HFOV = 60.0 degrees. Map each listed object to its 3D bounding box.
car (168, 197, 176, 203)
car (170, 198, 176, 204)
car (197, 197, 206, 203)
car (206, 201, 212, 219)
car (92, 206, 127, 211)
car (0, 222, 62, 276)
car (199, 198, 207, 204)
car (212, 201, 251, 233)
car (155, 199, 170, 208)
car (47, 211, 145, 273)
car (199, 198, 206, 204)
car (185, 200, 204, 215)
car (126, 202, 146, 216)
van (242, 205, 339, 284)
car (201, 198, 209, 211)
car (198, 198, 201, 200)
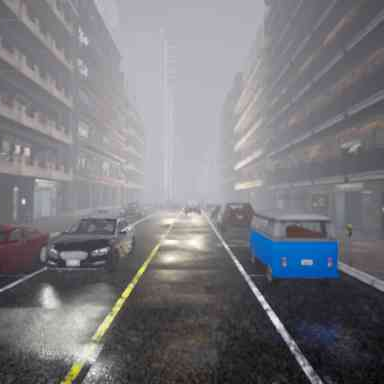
[{"bbox_3d":[-5.692,2.368,94.865,1.967,1.590,4.097,0,-1,0],"label":"car"},{"bbox_3d":[-5.692,2.394,83.499,1.802,1.307,4.206,0,-1,0],"label":"car"},{"bbox_3d":[2.689,2.243,94.868,2.192,1.841,5.009,0,-1,0],"label":"car"},{"bbox_3d":[2.691,1.873,32.362,1.947,1.339,4.313,0,-1,0],"label":"car"},{"bbox_3d":[-5.690,1.750,20.996,2.008,1.369,4.403,0,-1,0],"label":"car"},{"bbox_3d":[-5.689,1.637,9.631,1.887,1.381,4.507,0,-1,0],"label":"car"},{"bbox_3d":[2.689,2.252,83.502,1.967,1.590,4.097,0,-1,0],"label":"car"},{"bbox_3d":[2.691,1.514,21.000,2.192,1.841,5.009,0,-1,0],"label":"car"},{"bbox_3d":[-5.690,2.135,60.771,2.008,1.369,4.403,0,-1,0],"label":"car"},{"bbox_3d":[-3.083,1.597,11.091,2.128,1.511,4.902,0,-1,0],"label":"car"},{"bbox_3d":[2.689,2.397,89.354,1.752,1.417,4.829,0,-1,0],"label":"car"},{"bbox_3d":[0.099,1.979,39.753,1.895,1.301,4.718,0,-1,0],"label":"car"},{"bbox_3d":[-5.689,1.747,32.360,1.967,1.590,4.097,0,-1,0],"label":"car"},{"bbox_3d":[2.692,1.433,9.636,1.690,1.788,3.998,0,-1,0],"label":"van"},{"bbox_3d":[2.691,2.023,49.409,2.008,1.369,4.403,0,-1,0],"label":"car"},{"bbox_3d":[0.098,2.121,54.204,1.895,1.301,4.718,0,-1,0],"label":"car"}]
